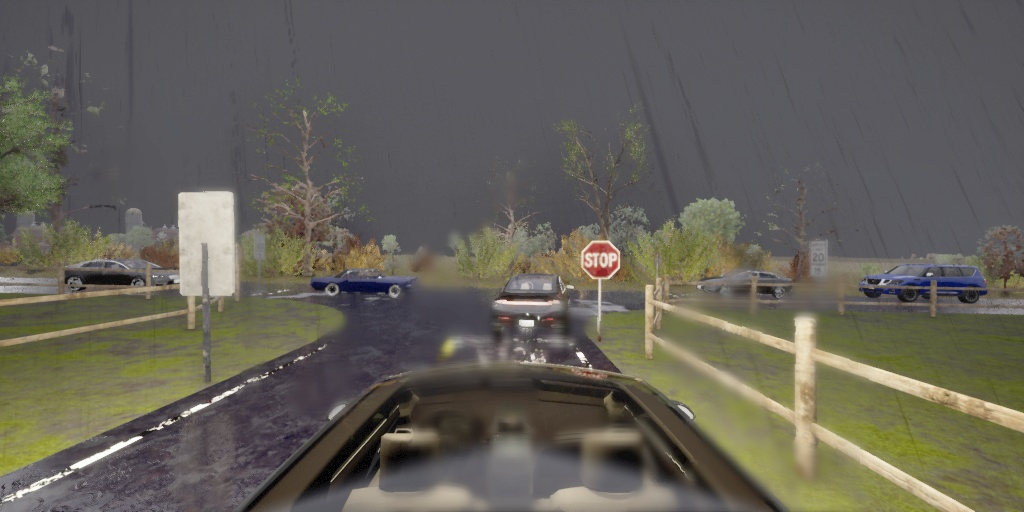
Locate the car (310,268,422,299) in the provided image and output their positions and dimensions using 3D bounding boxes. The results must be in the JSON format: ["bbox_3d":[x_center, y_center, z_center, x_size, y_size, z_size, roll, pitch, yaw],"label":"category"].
[{"bbox_3d":[-6.818,1.248,17.174,4.718,1.301,1.895,1,1,0],"label":"car"}]

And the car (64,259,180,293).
[{"bbox_3d":[-18.486,0.885,17.194,4.902,1.511,2.128,1,1,0],"label":"car"}]

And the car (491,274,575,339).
[{"bbox_3d":[0.708,1.240,10.141,2.128,1.511,4.902,0,0,9],"label":"car"}]

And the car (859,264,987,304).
[{"bbox_3d":[22.904,1.466,20.082,5.566,2.045,2.150,1,1,0],"label":"car"}]

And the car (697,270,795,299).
[{"bbox_3d":[13.008,1.525,20.096,4.902,1.511,2.128,1,1,0],"label":"car"}]
